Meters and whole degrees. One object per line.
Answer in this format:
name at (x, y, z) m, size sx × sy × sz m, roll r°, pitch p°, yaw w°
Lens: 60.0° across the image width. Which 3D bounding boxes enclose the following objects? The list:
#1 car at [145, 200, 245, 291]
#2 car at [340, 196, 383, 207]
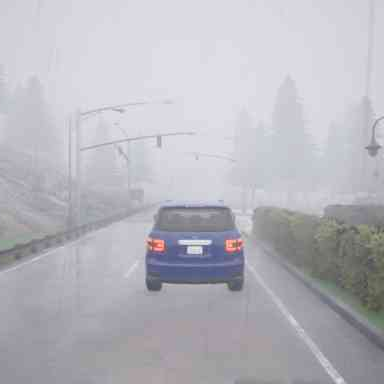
car at (0.074, 1.221, 9.144) m, size 2.150 × 2.045 × 5.566 m, roll 0°, pitch 0°, yaw 0°
car at (16.140, 1.384, 30.761) m, size 5.566 × 2.045 × 2.150 m, roll 0°, pitch 0°, yaw 0°
